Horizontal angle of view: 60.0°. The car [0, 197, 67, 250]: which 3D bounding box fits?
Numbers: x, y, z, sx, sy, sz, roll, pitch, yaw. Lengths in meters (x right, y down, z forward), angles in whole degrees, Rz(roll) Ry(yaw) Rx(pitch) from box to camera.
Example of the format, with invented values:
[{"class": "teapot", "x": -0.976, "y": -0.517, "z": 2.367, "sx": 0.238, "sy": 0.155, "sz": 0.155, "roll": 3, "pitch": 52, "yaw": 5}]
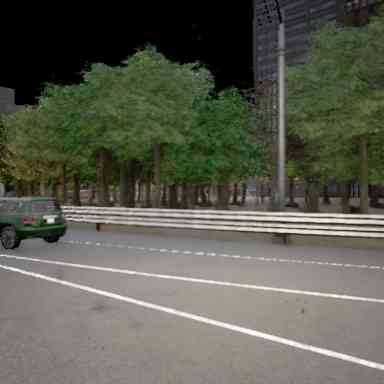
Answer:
[{"class": "car", "x": -7.970, "y": 1.239, "z": 14.616, "sx": 5.566, "sy": 2.045, "sz": 2.150, "roll": 0, "pitch": 0, "yaw": 30}]
